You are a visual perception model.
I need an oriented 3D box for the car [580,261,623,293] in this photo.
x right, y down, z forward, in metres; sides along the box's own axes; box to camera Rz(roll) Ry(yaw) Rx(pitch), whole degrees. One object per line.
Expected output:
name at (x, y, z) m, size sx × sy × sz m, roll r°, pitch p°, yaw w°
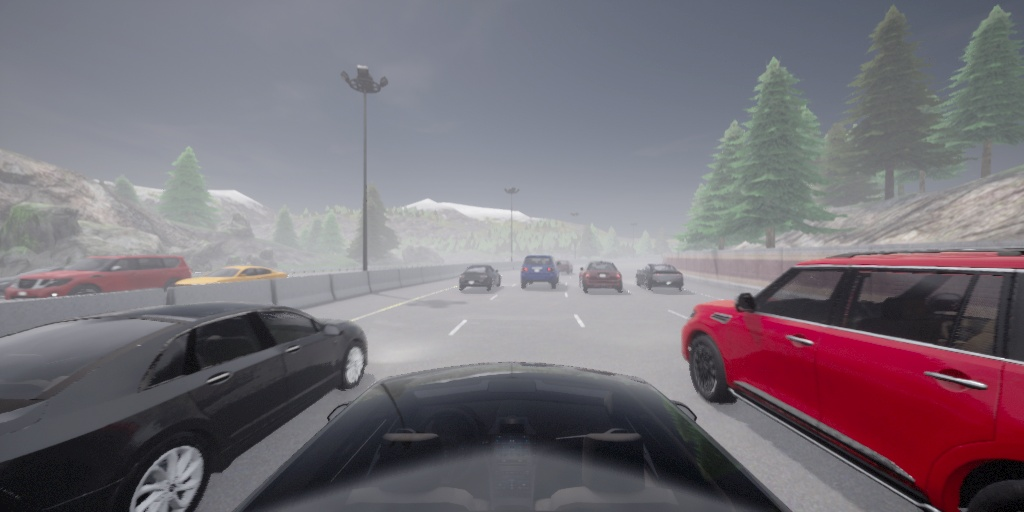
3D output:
car at (5.135, 1.089, 21.132) m, size 2.097 × 1.767 × 4.553 m, roll 0°, pitch 0°, yaw 8°

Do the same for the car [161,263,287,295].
car at (-13.188, 1.217, 17.207) m, size 1.882 × 1.535 × 5.008 m, roll 0°, pitch 0°, yaw 6°

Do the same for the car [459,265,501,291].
car at (-1.869, 1.262, 21.732) m, size 1.812 × 1.442 × 4.674 m, roll 0°, pitch 0°, yaw 8°

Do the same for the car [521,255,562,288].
car at (1.949, 0.956, 23.665) m, size 2.150 × 2.045 × 5.566 m, roll 0°, pitch 0°, yaw 10°

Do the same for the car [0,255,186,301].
car at (-16.909, 0.962, 15.314) m, size 2.150 × 2.045 × 5.566 m, roll 0°, pitch 0°, yaw 5°

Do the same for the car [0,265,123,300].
car at (-23.609, 1.264, 18.453) m, size 1.812 × 1.442 × 4.674 m, roll 0°, pitch 0°, yaw 6°

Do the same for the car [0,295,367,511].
car at (-3.289, 1.253, 3.927) m, size 1.837 × 1.490 × 4.892 m, roll 0°, pitch 0°, yaw 1°

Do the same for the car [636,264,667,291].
car at (8.705, 1.228, 21.452) m, size 2.128 × 1.511 × 4.902 m, roll 0°, pitch 0°, yaw 8°

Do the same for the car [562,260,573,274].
car at (5.738, 1.201, 40.254) m, size 1.882 × 1.535 × 5.008 m, roll 0°, pitch 0°, yaw 16°

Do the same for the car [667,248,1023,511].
car at (3.664, 0.970, 3.149) m, size 2.150 × 2.045 × 5.566 m, roll 0°, pitch 0°, yaw 1°
